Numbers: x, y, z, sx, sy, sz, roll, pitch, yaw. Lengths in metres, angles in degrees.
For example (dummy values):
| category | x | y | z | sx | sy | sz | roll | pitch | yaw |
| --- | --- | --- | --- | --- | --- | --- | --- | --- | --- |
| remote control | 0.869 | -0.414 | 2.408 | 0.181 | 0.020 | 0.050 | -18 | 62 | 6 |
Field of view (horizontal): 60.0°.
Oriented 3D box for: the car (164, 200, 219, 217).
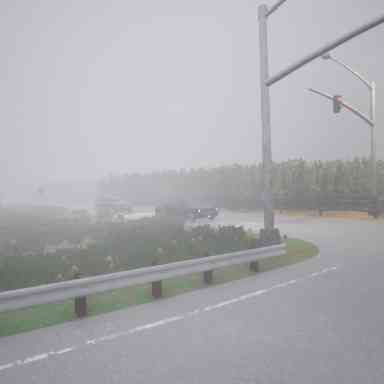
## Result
| category | x | y | z | sx | sy | sz | roll | pitch | yaw |
| --- | --- | --- | --- | --- | --- | --- | --- | --- | --- |
| car | -0.405 | 1.185 | 21.994 | 1.895 | 1.301 | 4.718 | -3 | 2 | -41 |

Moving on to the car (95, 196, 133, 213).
| category | x | y | z | sx | sy | sz | roll | pitch | yaw |
| --- | --- | --- | --- | --- | --- | --- | --- | --- | --- |
| car | -7.071 | 1.128 | 29.795 | 1.837 | 1.490 | 4.892 | -3 | 2 | -40 |
